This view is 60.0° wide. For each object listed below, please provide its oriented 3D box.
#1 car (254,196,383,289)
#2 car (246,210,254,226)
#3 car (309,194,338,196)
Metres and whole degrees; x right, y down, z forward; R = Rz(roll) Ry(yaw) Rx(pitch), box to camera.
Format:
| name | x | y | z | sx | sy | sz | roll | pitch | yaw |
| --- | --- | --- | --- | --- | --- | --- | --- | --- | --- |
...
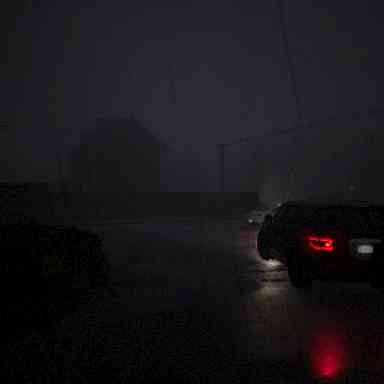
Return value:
| name | x | y | z | sx | sy | sz | roll | pitch | yaw |
| --- | --- | --- | --- | --- | --- | --- | --- | --- | --- |
| car | 3.426 | 1.241 | 9.300 | 2.150 | 2.045 | 5.566 | 0 | 0 | 0 |
| car | 5.685 | 1.572 | 21.998 | 4.674 | 1.442 | 1.812 | 0 | 0 | -29 |
| car | 14.554 | 1.303 | 38.722 | 2.150 | 2.045 | 5.566 | 0 | 0 | -31 |
